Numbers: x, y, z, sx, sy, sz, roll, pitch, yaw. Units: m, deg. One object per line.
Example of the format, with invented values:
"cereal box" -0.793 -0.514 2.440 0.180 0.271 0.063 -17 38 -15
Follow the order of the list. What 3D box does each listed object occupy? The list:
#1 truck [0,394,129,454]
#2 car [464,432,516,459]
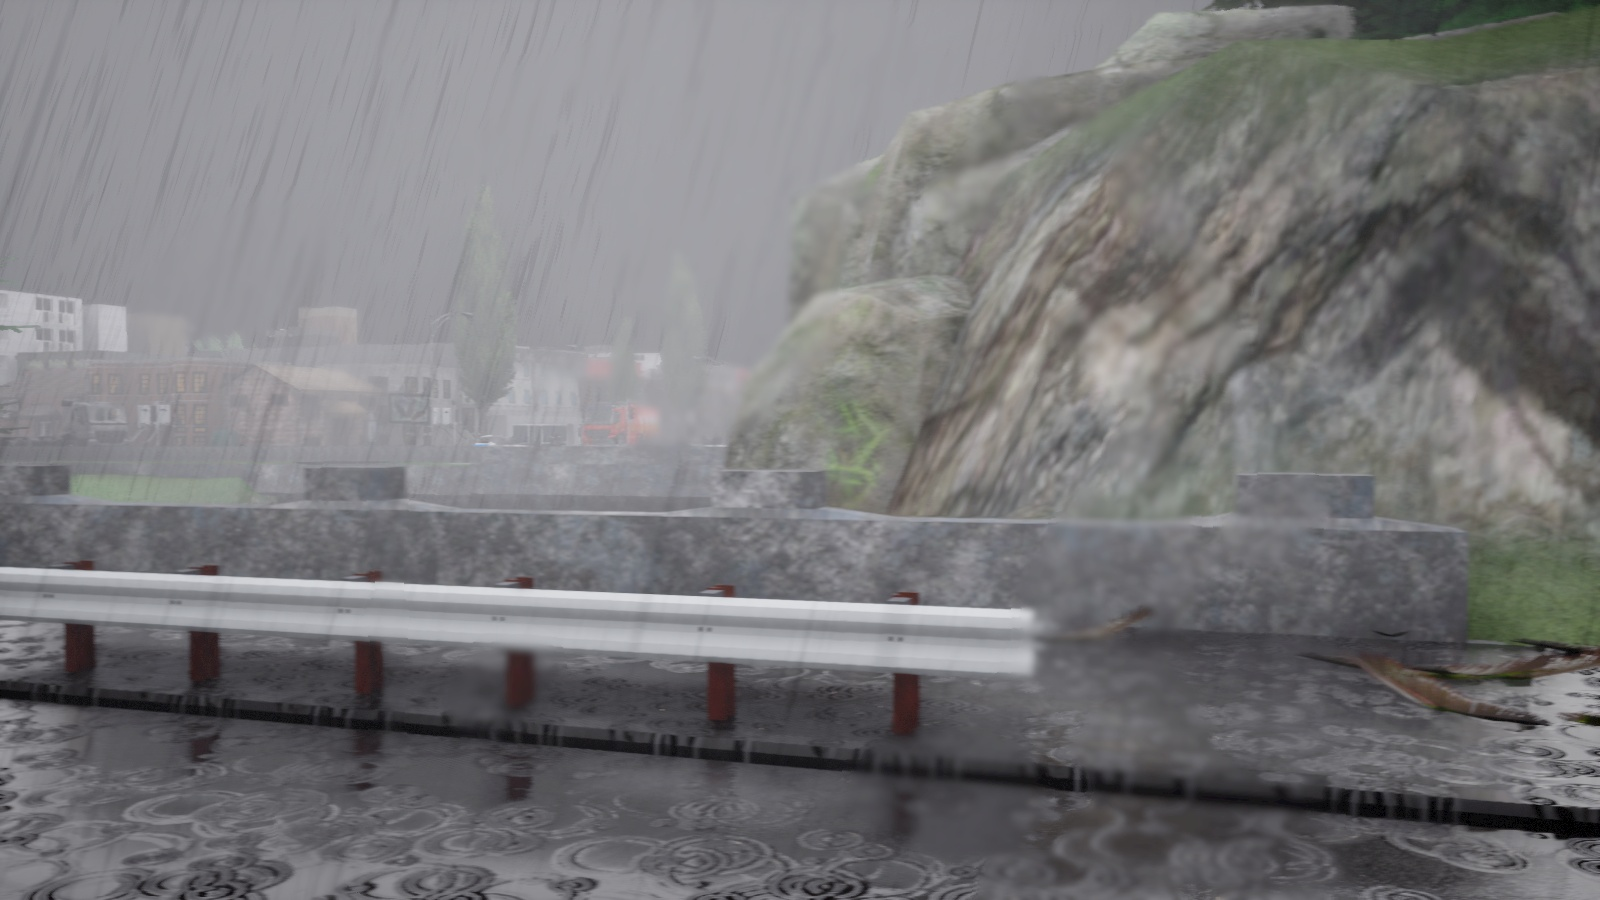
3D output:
"truck" -44.422 -1.530 75.140 7.936 3.462 2.891 1 1 19
"car" -16.344 -0.243 66.211 2.207 1.376 1.481 0 1 29
